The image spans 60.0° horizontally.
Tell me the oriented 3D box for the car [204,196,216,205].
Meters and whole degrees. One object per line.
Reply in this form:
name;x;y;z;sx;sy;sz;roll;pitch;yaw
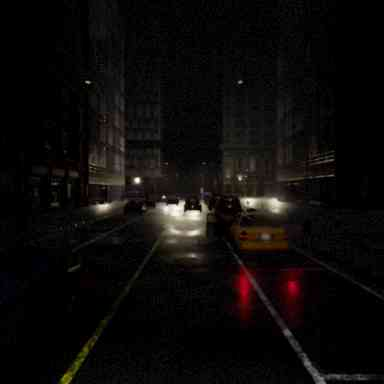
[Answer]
car;2.917;1.374;55.979;1.802;1.307;4.206;0;0;0

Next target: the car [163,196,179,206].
car;-2.943;1.431;50.596;1.895;1.301;4.718;0;0;0

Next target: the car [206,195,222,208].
car;2.903;1.282;44.680;1.967;1.590;4.097;0;0;0

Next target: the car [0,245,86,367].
car;-3.095;1.531;4.627;2.033;1.411;5.357;0;0;0

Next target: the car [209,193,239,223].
car;2.883;1.222;27.734;2.192;1.841;5.009;0;0;0

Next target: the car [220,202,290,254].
car;2.366;1.412;13.206;1.801;1.575;5.366;0;0;0

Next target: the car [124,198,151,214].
car;-5.635;1.432;33.391;1.887;1.381;4.507;0;0;0

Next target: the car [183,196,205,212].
car;0.088;1.440;36.069;1.994;1.385;4.181;0;0;0

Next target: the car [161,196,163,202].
car;-5.602;1.331;61.636;1.947;1.339;4.313;0;0;0

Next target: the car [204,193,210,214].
car;2.896;1.180;39.031;2.192;1.841;5.009;0;0;0

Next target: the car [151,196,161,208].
car;-5.621;1.424;44.689;1.802;1.307;4.206;0;0;0

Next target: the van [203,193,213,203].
van;2.922;1.107;61.626;1.690;1.788;3.998;0;0;0
